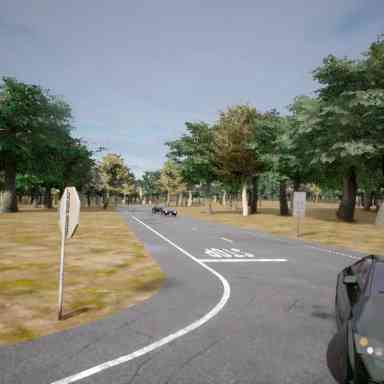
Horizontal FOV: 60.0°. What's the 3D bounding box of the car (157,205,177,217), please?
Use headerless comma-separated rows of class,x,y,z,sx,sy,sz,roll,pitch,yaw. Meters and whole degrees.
car,-3.470,2.851,48.049,1.895,1.301,4.718,3,-2,-13

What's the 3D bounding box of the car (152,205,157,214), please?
car,-5.728,2.962,56.896,1.882,1.535,5.008,3,-2,-14

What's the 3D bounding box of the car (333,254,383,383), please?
car,3.124,1.643,4.647,1.994,1.385,4.181,1,-1,22
